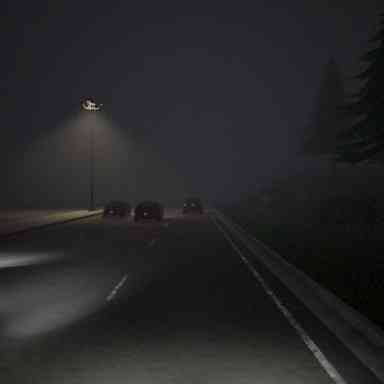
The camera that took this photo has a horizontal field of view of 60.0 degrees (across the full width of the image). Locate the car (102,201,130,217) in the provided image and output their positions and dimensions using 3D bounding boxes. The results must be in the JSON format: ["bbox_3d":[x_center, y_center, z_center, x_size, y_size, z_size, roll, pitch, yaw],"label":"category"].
[{"bbox_3d":[-6.897,1.525,30.820,1.812,1.442,4.674,0,0,0],"label":"car"}]

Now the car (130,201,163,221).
[{"bbox_3d":[-3.398,1.478,26.855,1.882,1.535,5.008,0,0,0],"label":"car"}]

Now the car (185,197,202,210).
[{"bbox_3d":[0.271,1.491,44.577,2.128,1.511,4.902,0,0,2],"label":"car"}]

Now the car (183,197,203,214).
[{"bbox_3d":[0.101,1.352,35.367,2.097,1.767,4.553,0,0,0],"label":"car"}]
